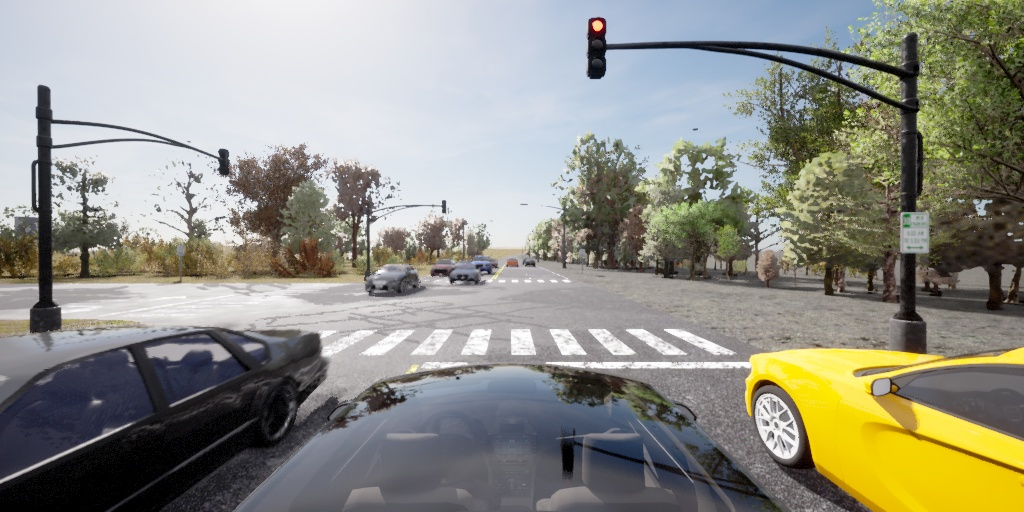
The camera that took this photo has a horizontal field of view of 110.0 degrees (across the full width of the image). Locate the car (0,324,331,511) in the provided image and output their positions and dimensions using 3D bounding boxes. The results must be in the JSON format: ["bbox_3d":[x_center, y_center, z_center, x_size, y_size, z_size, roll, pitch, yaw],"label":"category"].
[{"bbox_3d":[-3.353,1.297,2.486,2.033,1.411,5.357,0,0,0],"label":"car"}]

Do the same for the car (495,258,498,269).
[{"bbox_3d":[-3.335,1.102,57.573,2.097,1.767,4.553,0,0,0],"label":"car"}]

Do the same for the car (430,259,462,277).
[{"bbox_3d":[-6.598,1.101,35.332,2.097,1.767,4.553,0,0,0],"label":"car"}]

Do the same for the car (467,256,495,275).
[{"bbox_3d":[-3.354,0.972,39.703,2.150,2.045,5.566,0,0,-1],"label":"car"}]

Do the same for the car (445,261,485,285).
[{"bbox_3d":[-3.342,1.305,26.284,1.994,1.385,4.181,0,0,0],"label":"car"}]

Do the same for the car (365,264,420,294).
[{"bbox_3d":[-6.595,1.226,20.253,2.128,1.511,4.902,0,0,0],"label":"car"}]

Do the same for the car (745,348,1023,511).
[{"bbox_3d":[3.363,1.195,1.716,1.882,1.535,5.008,0,1,0],"label":"car"}]
